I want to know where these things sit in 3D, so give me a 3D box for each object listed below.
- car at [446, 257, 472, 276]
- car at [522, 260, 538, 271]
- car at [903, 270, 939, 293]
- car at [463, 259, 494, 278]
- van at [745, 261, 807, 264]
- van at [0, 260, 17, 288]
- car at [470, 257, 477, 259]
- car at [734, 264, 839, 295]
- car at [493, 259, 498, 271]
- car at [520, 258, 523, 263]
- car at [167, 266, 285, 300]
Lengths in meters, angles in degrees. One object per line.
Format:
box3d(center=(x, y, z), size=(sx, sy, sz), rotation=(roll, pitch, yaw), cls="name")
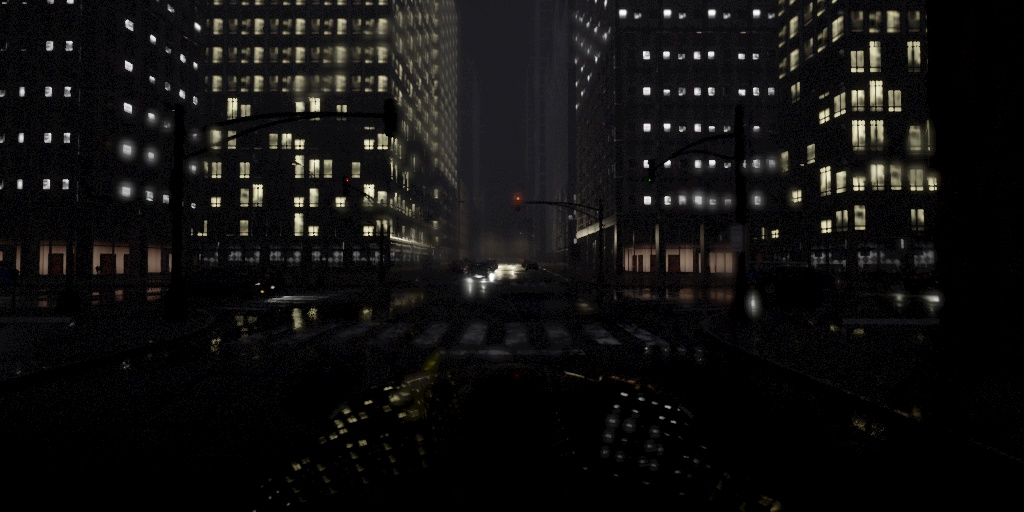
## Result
box3d(center=(-5.706, 1.203, 37.576), size=(1.967, 1.591, 4.097), rotation=(0, 0, 0), cls="car")
box3d(center=(2.669, 1.350, 48.792), size=(1.802, 1.307, 4.207), rotation=(0, 0, 0), cls="car")
box3d(center=(24.345, 1.313, 19.482), size=(5.008, 1.535, 1.882), rotation=(0, -1, 0), cls="car")
box3d(center=(-3.117, 1.310, 34.497), size=(2.033, 1.411, 5.357), rotation=(0, 0, 0), cls="car")
box3d(center=(15.972, 1.210, 22.075), size=(3.998, 1.789, 1.690), rotation=(0, 0, 0), cls="van")
box3d(center=(-33.447, 1.132, 22.164), size=(3.998, 1.789, 1.690), rotation=(0, 0, 0), cls="van")
box3d(center=(-5.712, 1.083, 48.726), size=(2.192, 1.841, 5.009), rotation=(0, 0, 0), cls="car")
box3d(center=(14.865, 1.321, 19.503), size=(4.892, 1.490, 1.837), rotation=(0, -1, 0), cls="car")
box3d(center=(-3.119, 1.367, 44.407), size=(1.895, 1.301, 4.718), rotation=(0, 0, 0), cls="car")
box3d(center=(2.665, 1.298, 60.118), size=(1.751, 1.417, 4.829), rotation=(0, 0, 0), cls="car")
box3d(center=(-13.122, 1.274, 16.553), size=(4.181, 1.385, 1.994), rotation=(0, -1, -3), cls="car")
